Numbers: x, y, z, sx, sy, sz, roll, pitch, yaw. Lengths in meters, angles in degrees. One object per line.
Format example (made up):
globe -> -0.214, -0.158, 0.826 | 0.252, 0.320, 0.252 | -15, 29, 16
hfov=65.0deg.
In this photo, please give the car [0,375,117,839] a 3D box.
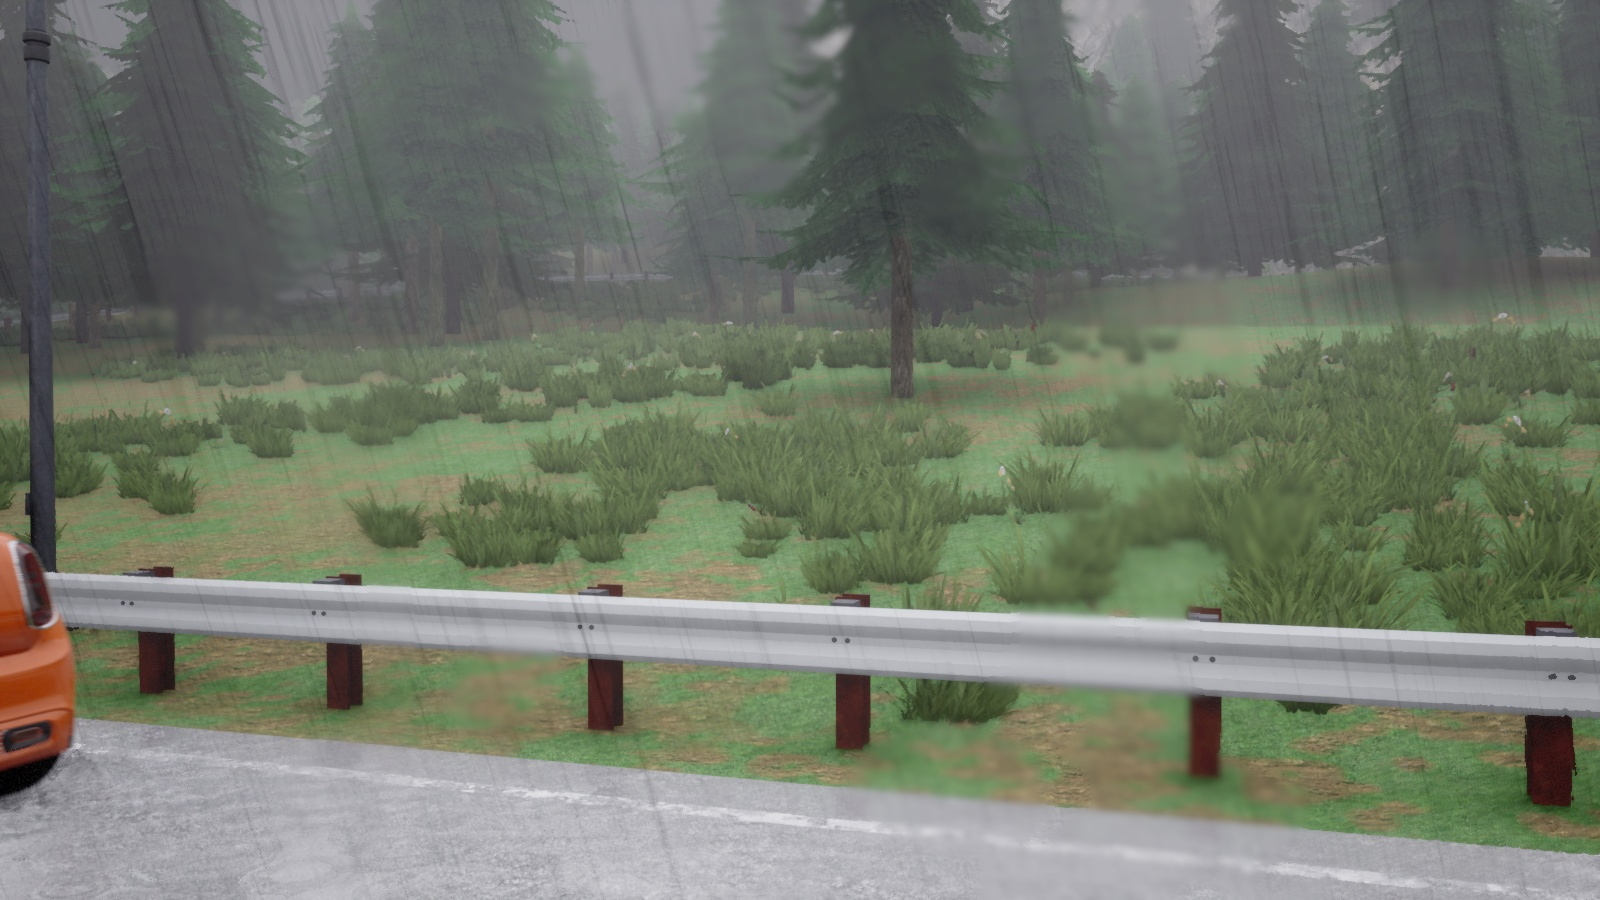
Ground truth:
car -> -5.364, 0.585, 5.007 | 4.553, 1.767, 2.097 | 1, 1, 19
